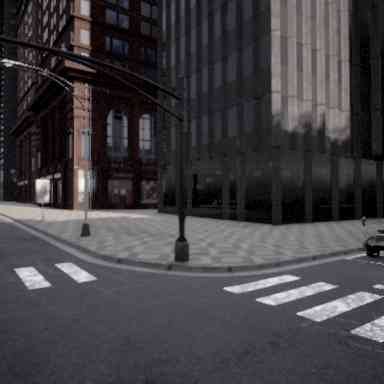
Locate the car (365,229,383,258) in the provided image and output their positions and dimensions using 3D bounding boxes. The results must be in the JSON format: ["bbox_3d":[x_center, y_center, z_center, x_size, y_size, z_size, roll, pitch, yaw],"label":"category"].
[{"bbox_3d":[8.355,1.756,12.636,4.313,1.339,1.947,1,-1,-36],"label":"car"}]
